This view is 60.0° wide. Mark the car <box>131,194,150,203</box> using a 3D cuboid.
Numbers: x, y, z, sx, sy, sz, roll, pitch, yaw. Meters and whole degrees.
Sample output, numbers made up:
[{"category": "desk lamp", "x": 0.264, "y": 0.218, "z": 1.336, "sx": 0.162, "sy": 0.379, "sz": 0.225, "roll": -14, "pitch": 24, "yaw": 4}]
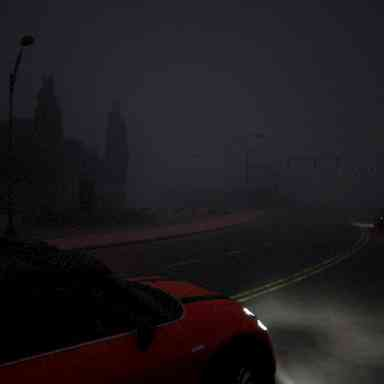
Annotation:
[{"category": "car", "x": -12.942, "y": 1.943, "z": 83.674, "sx": 1.970, "sy": 1.475, "sz": 3.806, "roll": 0, "pitch": 0, "yaw": 22}]

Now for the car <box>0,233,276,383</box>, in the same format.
[{"category": "car", "x": -1.304, "y": 1.375, "z": 3.089, "sx": 4.553, "sy": 1.767, "sz": 2.097, "roll": 0, "pitch": -1, "yaw": -37}]

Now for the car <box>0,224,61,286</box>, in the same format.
[{"category": "car", "x": -6.023, "y": 1.658, "z": 8.363, "sx": 4.718, "sy": 1.301, "sz": 1.895, "roll": 0, "pitch": 0, "yaw": -38}]

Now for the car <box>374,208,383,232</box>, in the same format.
[{"category": "car", "x": 12.414, "y": 1.657, "z": 20.569, "sx": 1.812, "sy": 1.442, "sz": 4.674, "roll": 0, "pitch": 0, "yaw": 26}]

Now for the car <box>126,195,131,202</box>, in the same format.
[{"category": "car", "x": -15.619, "y": 1.712, "z": 84.778, "sx": 1.905, "sy": 1.878, "sz": 3.866, "roll": 0, "pitch": 0, "yaw": 22}]
